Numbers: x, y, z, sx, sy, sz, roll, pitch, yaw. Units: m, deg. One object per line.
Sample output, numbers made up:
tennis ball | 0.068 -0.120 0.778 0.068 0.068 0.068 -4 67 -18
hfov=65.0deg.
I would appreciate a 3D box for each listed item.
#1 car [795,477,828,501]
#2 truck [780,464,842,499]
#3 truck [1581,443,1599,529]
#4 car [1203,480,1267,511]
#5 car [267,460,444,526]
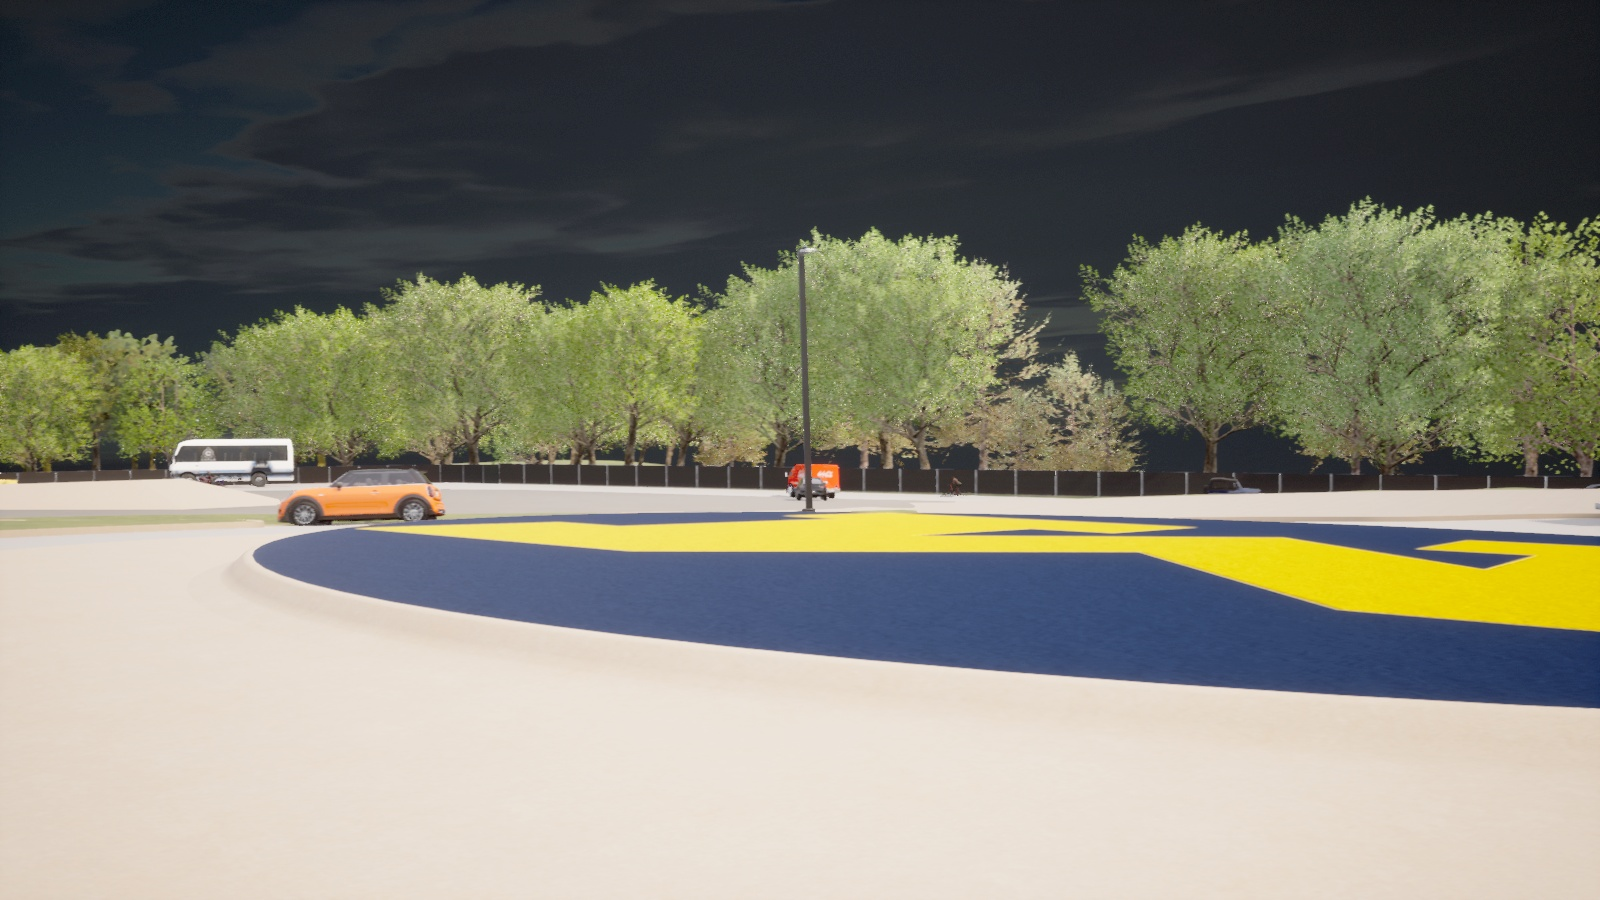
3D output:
car | 0.691 2.436 79.071 1.812 1.442 4.674 1 -1 -3
truck | 0.774 2.293 92.475 2.627 2.467 5.204 2 -2 -22
truck | 25.393 1.033 35.332 5.204 2.467 2.627 0 0 0
car | 28.401 2.968 82.048 3.866 1.878 1.905 0 1 22
car | -12.920 1.272 36.779 4.553 1.767 2.097 -1 -4 -7
